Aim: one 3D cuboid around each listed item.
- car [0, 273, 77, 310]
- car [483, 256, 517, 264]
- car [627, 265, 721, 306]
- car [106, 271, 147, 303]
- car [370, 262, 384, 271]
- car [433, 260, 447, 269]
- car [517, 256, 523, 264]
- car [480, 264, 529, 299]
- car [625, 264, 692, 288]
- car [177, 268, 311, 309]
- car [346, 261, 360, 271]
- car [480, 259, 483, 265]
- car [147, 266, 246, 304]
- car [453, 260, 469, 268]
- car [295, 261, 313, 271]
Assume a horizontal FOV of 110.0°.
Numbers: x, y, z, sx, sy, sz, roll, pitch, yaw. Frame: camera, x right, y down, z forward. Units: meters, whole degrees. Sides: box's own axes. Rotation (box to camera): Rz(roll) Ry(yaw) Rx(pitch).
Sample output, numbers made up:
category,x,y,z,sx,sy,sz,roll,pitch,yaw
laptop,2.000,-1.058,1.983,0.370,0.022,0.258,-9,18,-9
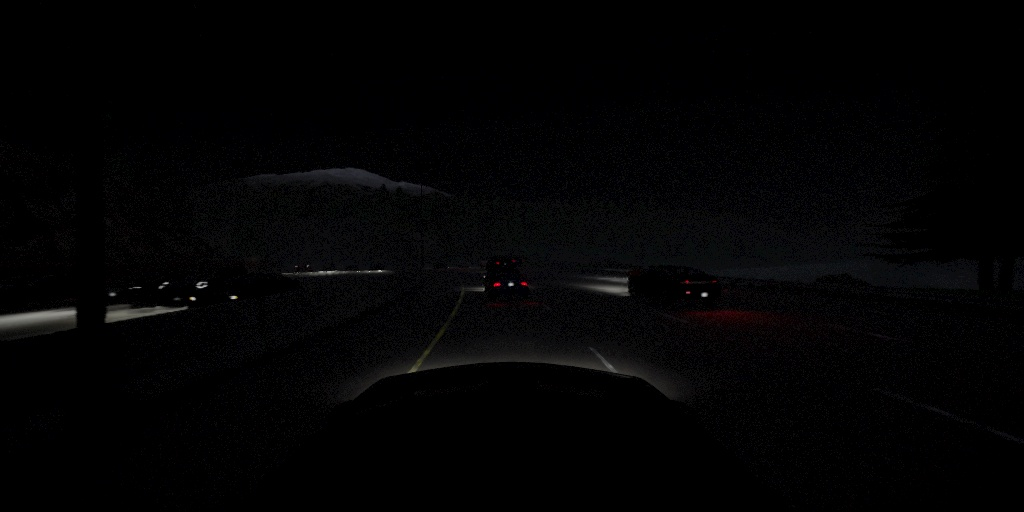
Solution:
category,x,y,z,sx,sy,sz,roll,pitch,yaw
car,-21.925,1.552,16.537,2.128,1.511,4.902,-1,0,-6
car,-1.573,1.012,43.165,2.150,2.045,5.566,0,0,-17
car,6.604,1.158,15.139,2.128,1.511,4.902,-1,0,-5
car,-18.675,1.507,18.927,2.128,1.511,4.902,-1,0,-7
car,-21.346,1.637,56.691,1.994,1.385,4.181,-1,0,-21
car,-12.851,1.484,63.860,1.812,1.442,4.674,0,0,-24
car,0.054,1.001,60.941,2.150,2.045,5.566,0,0,-23
car,-0.399,1.311,18.368,2.033,1.411,5.357,-1,0,-8
car,9.463,1.232,23.659,1.895,1.301,4.718,-1,0,-8
car,-11.254,1.459,15.729,2.033,1.411,5.357,-1,0,-6
car,-25.631,1.602,57.847,1.882,1.535,5.008,-1,0,-23
car,-3.776,1.053,61.181,2.150,2.045,5.566,0,0,-23
car,-15.058,1.318,18.035,2.097,1.767,4.553,-1,0,-7
car,-9.201,1.434,64.336,1.812,1.442,4.674,0,0,-24
car,-32.458,1.572,55.980,2.097,1.767,4.553,-1,0,-23
